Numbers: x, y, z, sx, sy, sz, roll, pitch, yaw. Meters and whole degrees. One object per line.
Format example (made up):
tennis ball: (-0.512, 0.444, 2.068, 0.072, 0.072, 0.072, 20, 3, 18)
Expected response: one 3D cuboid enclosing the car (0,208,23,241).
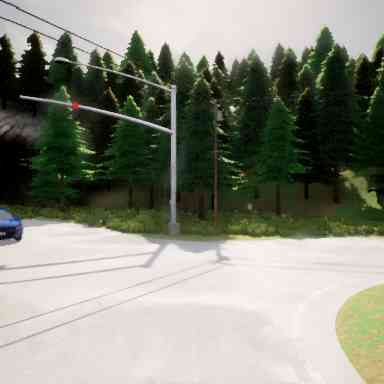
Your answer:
car: (-9.574, 1.478, 15.794, 1.882, 1.535, 5.008, 0, 0, -42)
